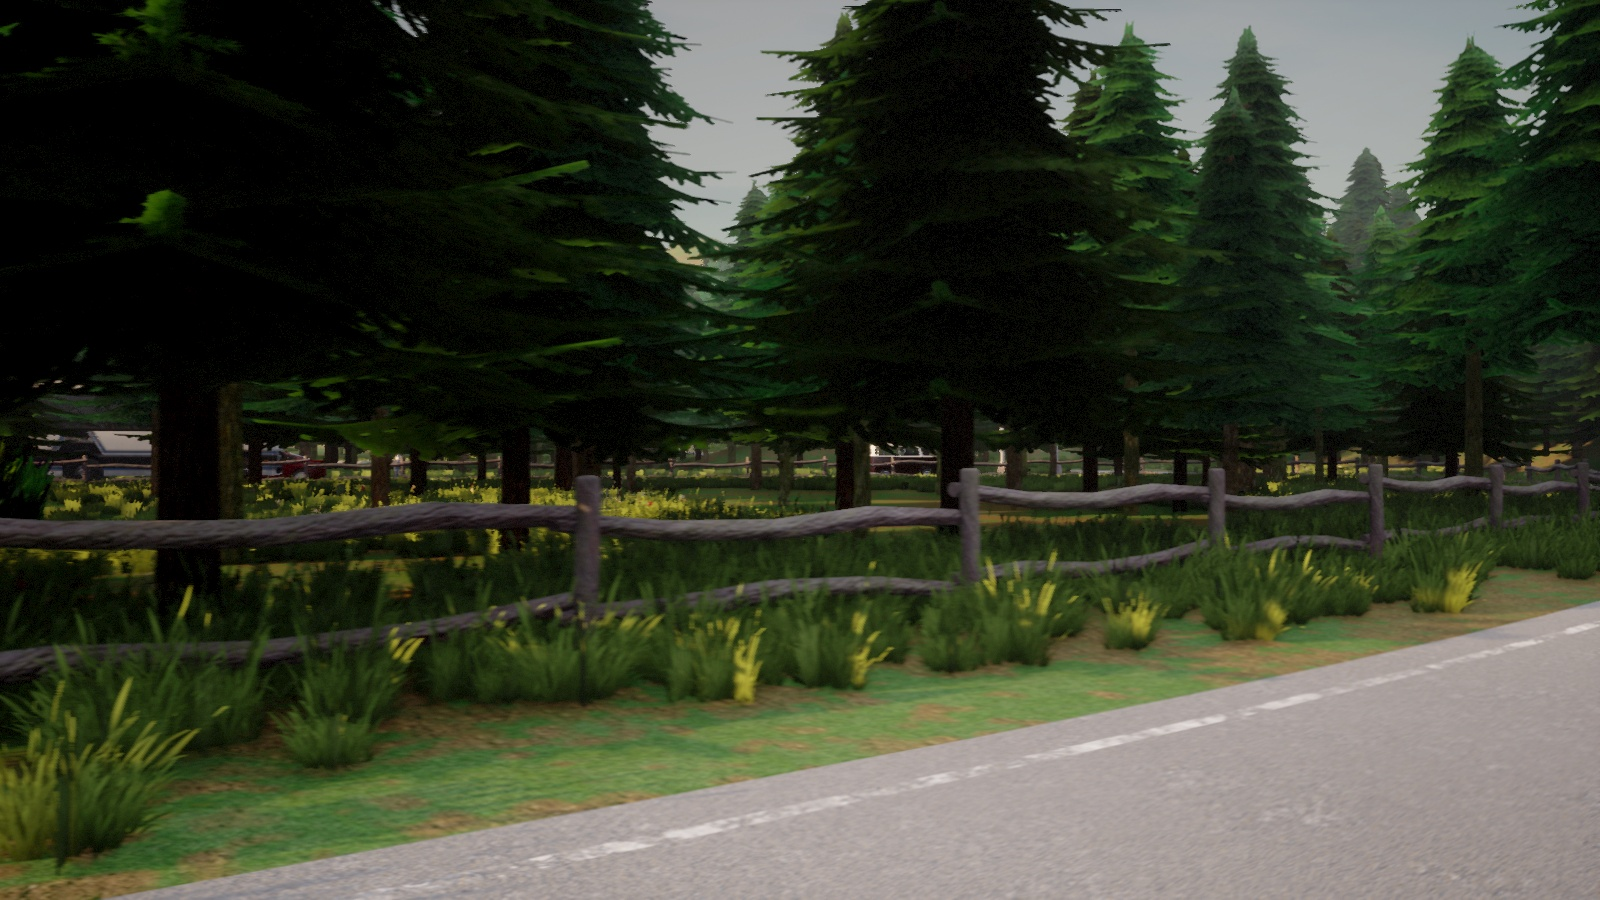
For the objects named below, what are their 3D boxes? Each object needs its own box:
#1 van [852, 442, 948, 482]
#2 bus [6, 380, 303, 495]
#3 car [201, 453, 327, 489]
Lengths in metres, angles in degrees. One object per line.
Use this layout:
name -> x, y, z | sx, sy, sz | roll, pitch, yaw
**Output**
van -> 5.166, 0.611, 64.960 | 4.480, 2.038, 2.069 | 0, 0, -25
bus -> -25.525, -0.466, 50.433 | 10.273, 4.253, 3.944 | 0, 0, -23
car -> -23.531, 0.897, 55.233 | 5.008, 1.535, 1.882 | 0, 0, -24
